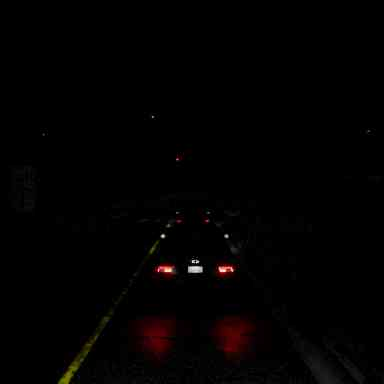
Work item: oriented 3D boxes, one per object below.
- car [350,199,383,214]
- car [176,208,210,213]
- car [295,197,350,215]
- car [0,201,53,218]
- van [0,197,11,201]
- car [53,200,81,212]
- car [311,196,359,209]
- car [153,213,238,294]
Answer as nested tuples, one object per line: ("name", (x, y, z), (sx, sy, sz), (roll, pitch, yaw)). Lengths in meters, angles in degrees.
("car", (16.975, 1.340, 30.328), (4.403, 1.369, 2.008), (-1, 1, 0))
("car", (0.047, 1.549, 18.163), (1.994, 1.385, 4.181), (0, 0, 0))
("car", (11.597, 1.417, 30.324), (4.313, 1.339, 1.947), (-1, 1, 0))
("car", (-15.372, 1.726, 30.301), (4.206, 1.307, 1.802), (-1, 1, 0))
("van", (-21.071, 1.455, 38.815), (3.998, 1.788, 1.690), (-1, 1, 0))
("car", (-15.560, 1.584, 38.824), (4.829, 1.417, 1.752), (-1, 1, 0))
("car", (16.622, 1.231, 38.852), (4.829, 1.417, 1.752), (-1, 1, 0))
("car", (0.073, 1.542, 8.937), (2.033, 1.411, 5.357), (0, 0, 0))
